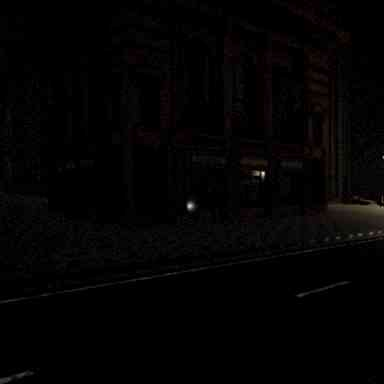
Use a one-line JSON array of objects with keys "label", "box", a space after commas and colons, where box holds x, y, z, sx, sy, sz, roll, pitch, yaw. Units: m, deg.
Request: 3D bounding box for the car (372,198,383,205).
[{"label": "car", "box": [29.381, 1.449, 48.495, 1.887, 1.381, 4.507, 0, 1, -36]}]

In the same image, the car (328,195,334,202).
[{"label": "car", "box": [26.419, 1.236, 67.165, 1.947, 1.339, 4.313, 0, 1, -36]}]

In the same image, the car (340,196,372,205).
[{"label": "car", "box": [26.188, 1.386, 52.918, 1.752, 1.417, 4.829, 0, 1, -36]}]
